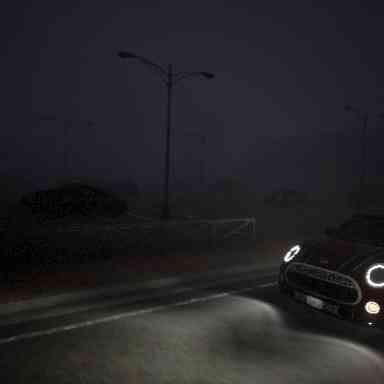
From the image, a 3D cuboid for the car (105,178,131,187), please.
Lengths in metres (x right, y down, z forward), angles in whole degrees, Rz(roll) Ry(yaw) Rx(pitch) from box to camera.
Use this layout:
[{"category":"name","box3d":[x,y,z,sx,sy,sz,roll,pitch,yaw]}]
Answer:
[{"category":"car","box3d":[-14.291,-1.808,64.369,4.514,1.523,2.007,0,3,-33]}]

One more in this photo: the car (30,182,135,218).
[{"category":"car","box3d":[-5.622,0.435,17.179,4.514,1.523,2.007,0,3,-33]}]

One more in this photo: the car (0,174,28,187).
[{"category":"car","box3d":[-26.017,-1.493,48.463,3.806,1.475,1.970,0,3,-33]}]

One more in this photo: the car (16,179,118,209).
[{"category":"car","box3d":[-7.369,0.263,19.779,5.027,1.636,2.152,0,3,-33]}]

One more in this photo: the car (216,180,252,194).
[{"category":"car","box3d":[6.248,-0.618,46.990,4.605,1.855,1.932,0,3,-33]}]

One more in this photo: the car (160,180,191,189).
[{"category":"car","box3d":[-2.626,-1.383,59.926,5.027,1.636,2.152,0,3,-33]}]

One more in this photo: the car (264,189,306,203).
[{"category":"car","box3d":[8.370,0.436,29.813,3.806,1.475,1.970,0,3,-33]}]

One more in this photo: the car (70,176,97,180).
[{"category":"car","box3d":[-12.753,-0.862,42.278,4.514,1.523,2.007,0,3,-33]}]

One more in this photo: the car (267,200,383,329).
[{"category":"car","box3d":[3.866,1.195,6.570,4.553,1.767,2.097,0,3,-33]}]

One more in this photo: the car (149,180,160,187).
[{"category":"car","box3d":[-6.385,-1.641,65.132,3.806,1.475,1.970,0,3,-33]}]

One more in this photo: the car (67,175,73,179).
[{"category":"car","box3d":[-18.914,-1.707,53.097,4.605,1.855,1.932,0,3,-33]}]

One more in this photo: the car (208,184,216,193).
[{"category":"car","box3d":[4.325,-0.793,49.200,3.866,1.878,1.905,0,3,-33]}]

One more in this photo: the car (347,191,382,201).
[{"category":"car","box3d":[16.215,0.625,31.352,3.633,1.501,1.845,0,3,-33]}]

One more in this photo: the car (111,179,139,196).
[{"category":"car","box3d":[-7.363,-0.320,33.882,3.633,1.501,1.845,0,3,-33]}]
